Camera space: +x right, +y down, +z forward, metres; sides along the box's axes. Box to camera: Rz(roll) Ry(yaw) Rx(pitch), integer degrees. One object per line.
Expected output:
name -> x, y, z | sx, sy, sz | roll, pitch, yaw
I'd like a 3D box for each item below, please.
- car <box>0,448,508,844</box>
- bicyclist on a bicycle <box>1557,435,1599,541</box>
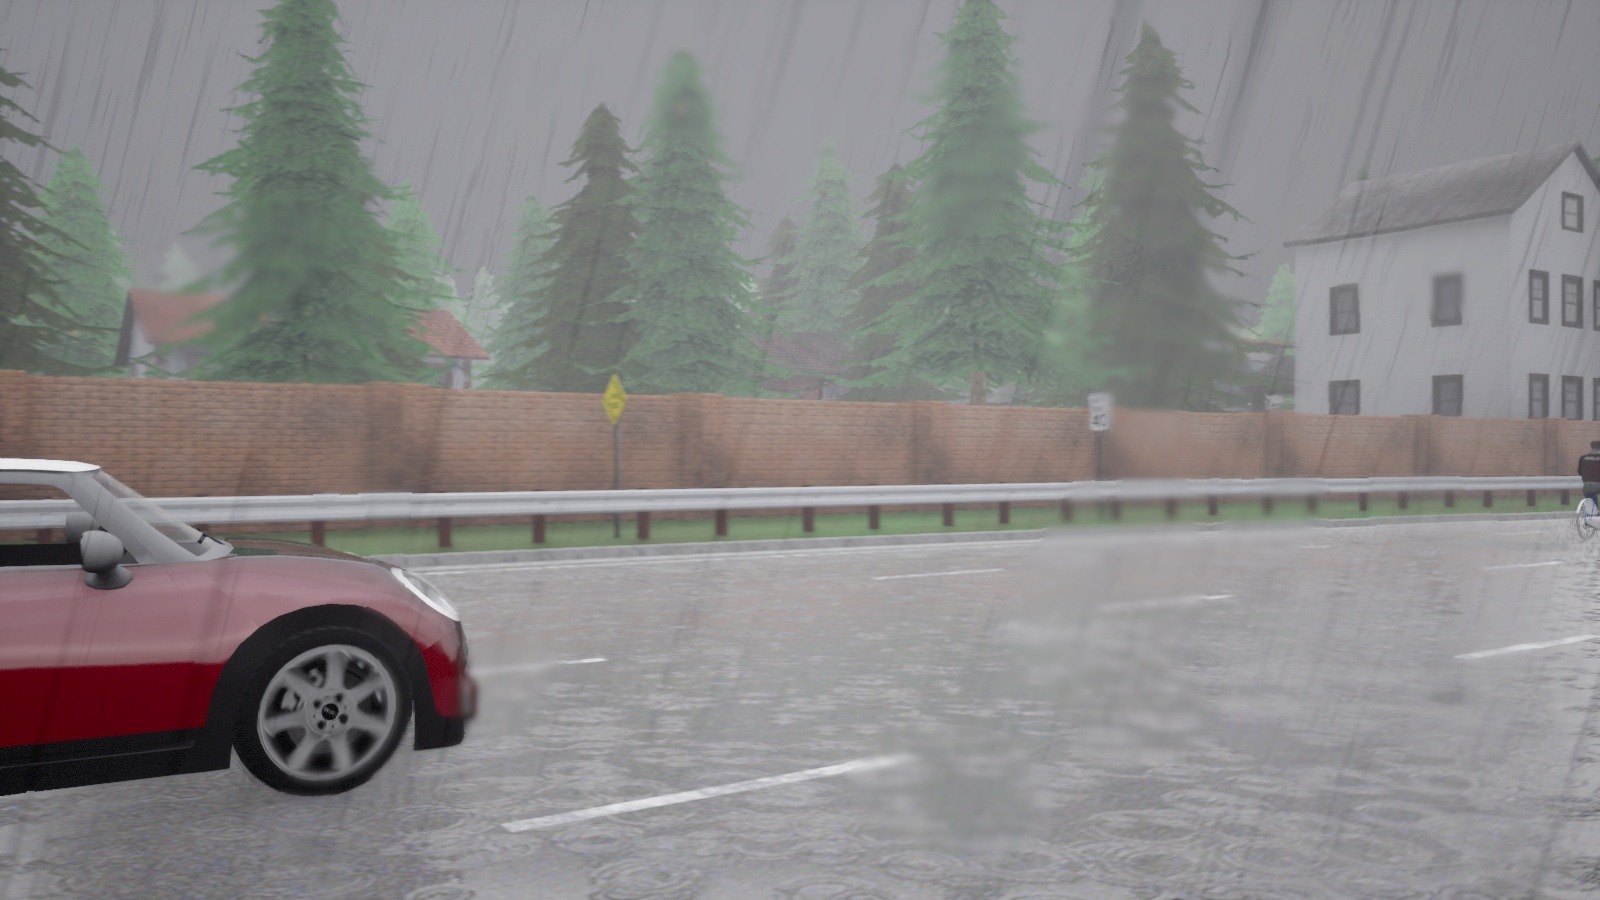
car -> -3.467, 0.731, 5.537 | 3.806, 1.475, 1.970 | 0, 0, -32
bicyclist on a bicycle -> 14.024, 0.640, 21.950 | 1.843, 1.776, 0.659 | 0, 0, -35
